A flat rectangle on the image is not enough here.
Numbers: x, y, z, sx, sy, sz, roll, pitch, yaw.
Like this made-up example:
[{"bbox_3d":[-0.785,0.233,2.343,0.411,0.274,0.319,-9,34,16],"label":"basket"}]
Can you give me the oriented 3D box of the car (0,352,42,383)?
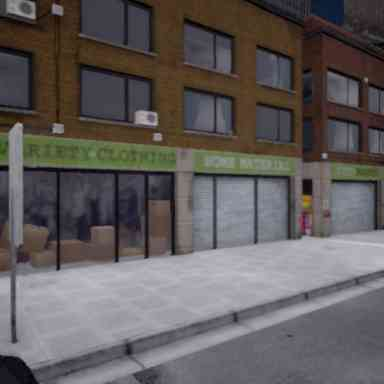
[{"bbox_3d":[-2.651,1.565,1.156,4.181,1.385,1.994,0,0,-36],"label":"car"}]
